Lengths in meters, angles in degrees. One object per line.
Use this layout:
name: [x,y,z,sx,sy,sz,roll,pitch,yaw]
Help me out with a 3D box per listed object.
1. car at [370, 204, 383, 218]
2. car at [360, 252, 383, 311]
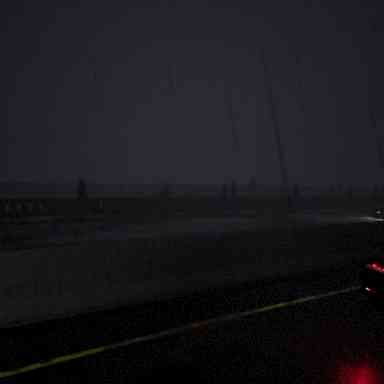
car: [16.236,1.379,26.172,4.181,1.385,1.994,0,1,-18]
car: [5.216,1.454,6.084,4.902,1.511,2.128,0,1,-29]
